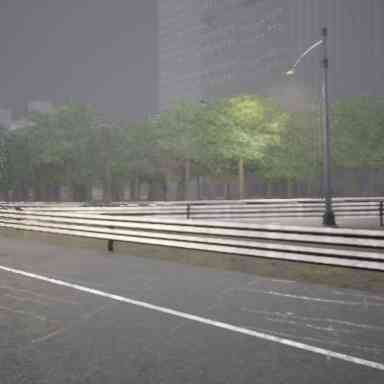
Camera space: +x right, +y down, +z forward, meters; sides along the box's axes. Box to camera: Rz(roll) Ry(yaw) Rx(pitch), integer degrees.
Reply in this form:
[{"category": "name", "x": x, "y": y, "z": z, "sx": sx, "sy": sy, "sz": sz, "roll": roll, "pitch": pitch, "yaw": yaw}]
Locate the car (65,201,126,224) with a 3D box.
[{"category": "car", "x": -7.327, "y": 1.469, "z": 24.461, "sx": 4.892, "sy": 1.490, "sz": 1.837, "roll": -1, "pitch": 0, "yaw": 11}]
